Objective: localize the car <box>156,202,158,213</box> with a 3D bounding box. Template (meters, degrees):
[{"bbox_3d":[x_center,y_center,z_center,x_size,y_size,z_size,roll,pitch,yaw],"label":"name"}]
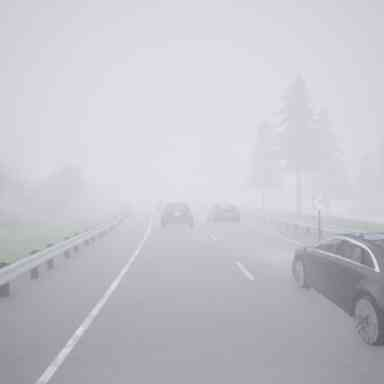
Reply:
[{"bbox_3d":[-3.425,1.680,40.603,2.128,1.511,4.902,0,0,-9],"label":"car"}]

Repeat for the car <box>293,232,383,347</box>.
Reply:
[{"bbox_3d":[3.441,1.514,6.340,2.128,1.511,4.902,0,0,-1],"label":"car"}]

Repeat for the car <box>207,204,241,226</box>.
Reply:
[{"bbox_3d":[2.255,1.598,24.583,2.128,1.511,4.902,0,0,-6],"label":"car"}]

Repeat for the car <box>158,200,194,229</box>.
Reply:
[{"bbox_3d":[-1.103,1.457,22.939,2.097,1.767,4.553,0,0,-5],"label":"car"}]
